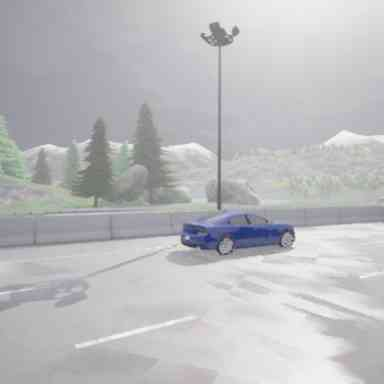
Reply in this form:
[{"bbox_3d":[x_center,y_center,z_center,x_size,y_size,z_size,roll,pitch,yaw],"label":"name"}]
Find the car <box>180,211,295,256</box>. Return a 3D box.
[{"bbox_3d":[1.928,1.487,13.157,5.008,1.535,1.882,0,0,-32],"label":"car"}]
